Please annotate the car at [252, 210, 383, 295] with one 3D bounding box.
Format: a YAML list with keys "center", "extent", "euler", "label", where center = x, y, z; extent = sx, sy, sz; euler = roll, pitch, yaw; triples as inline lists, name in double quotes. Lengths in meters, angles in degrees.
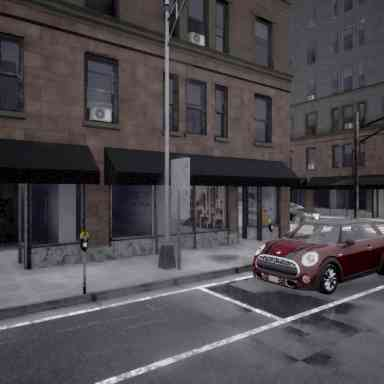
- center: [3.464, 1.440, 8.670]
  extent: [4.097, 1.590, 1.967]
  euler: [0, 0, -36]
  label: "car"

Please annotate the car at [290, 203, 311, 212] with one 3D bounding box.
- center: [7.071, 1.537, 24.623]
  extent: [2.128, 1.511, 4.902]
  euler: [0, 0, -35]
  label: "car"
